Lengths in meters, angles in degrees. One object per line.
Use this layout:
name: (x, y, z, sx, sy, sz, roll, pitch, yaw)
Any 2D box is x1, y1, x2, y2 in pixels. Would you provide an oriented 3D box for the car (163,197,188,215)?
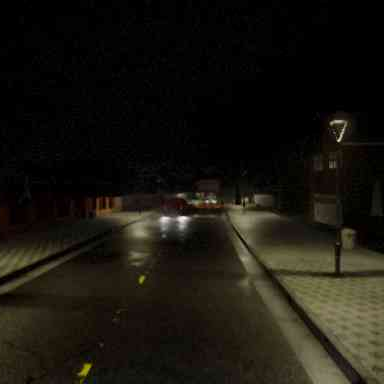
car: (-1.458, 1.289, 30.965, 1.882, 1.535, 5.008, 0, 0, 5)

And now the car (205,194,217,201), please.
car: (4.195, 1.144, 71.462, 1.812, 1.442, 4.674, 0, 0, 11)

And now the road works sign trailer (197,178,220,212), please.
road works sign trailer: (1.842, 0.261, 36.233, 2.380, 3.560, 2.880, 0, 0, 6)
